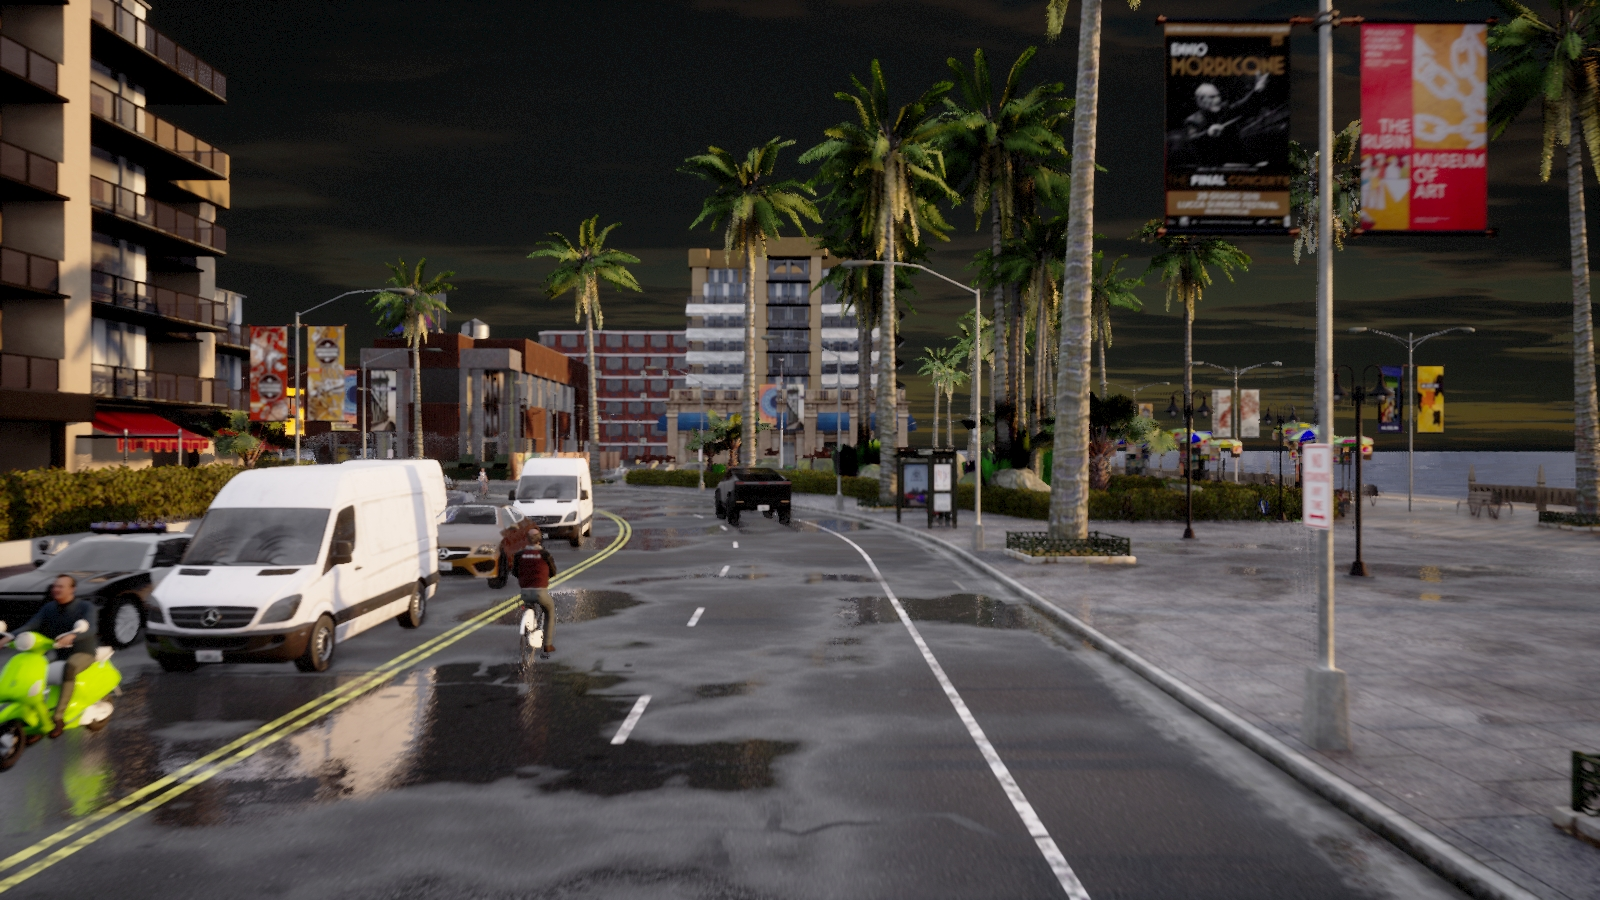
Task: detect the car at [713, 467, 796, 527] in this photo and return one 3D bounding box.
[{"bbox_3d":[-1.896,1.757,44.841,2.390,2.098,6.274,0,0,-10],"label":"car"}]

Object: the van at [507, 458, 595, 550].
[{"bbox_3d":[-7.538,1.537,35.131,1.988,2.561,5.915,0,0,-6],"label":"van"}]

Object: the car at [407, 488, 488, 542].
[{"bbox_3d":[-11.198,2.041,36.502,1.845,1.501,3.633,0,0,-7],"label":"car"}]

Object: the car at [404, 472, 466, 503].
[{"bbox_3d":[-20.230,2.039,63.189,2.097,1.535,5.006,0,0,-33],"label":"car"}]

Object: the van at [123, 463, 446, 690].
[{"bbox_3d":[-7.015,1.532,16.477,1.988,2.561,5.915,0,1,0],"label":"van"}]

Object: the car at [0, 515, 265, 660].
[{"bbox_3d":[-10.645,1.984,17.904,2.097,1.638,5.238,0,0,-1],"label":"car"}]

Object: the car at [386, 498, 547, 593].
[{"bbox_3d":[-7.109,1.994,25.002,2.152,1.651,5.027,0,0,-1],"label":"car"}]

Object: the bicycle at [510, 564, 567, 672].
[{"bbox_3d":[-3.483,2.211,15.324,0.329,1.171,1.835,0,0,0],"label":"bicycle"}]
